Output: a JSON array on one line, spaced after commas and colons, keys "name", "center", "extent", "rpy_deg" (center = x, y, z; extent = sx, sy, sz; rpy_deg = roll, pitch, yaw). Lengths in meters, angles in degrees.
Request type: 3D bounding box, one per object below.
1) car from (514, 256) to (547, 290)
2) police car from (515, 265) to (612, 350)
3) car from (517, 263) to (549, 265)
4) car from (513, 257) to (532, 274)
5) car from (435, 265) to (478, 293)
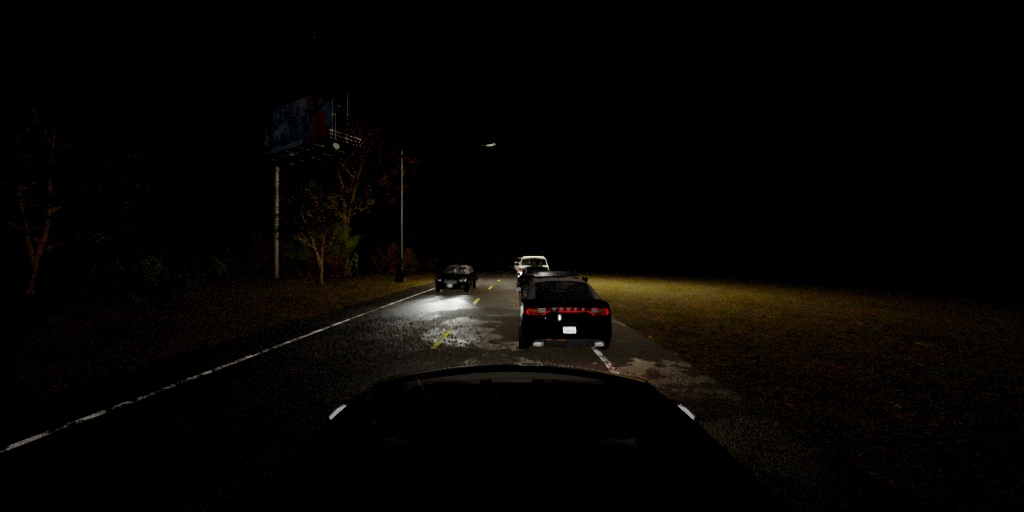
[{"name": "car", "center": [1.463, 1.044, 25.131], "extent": [2.150, 2.045, 5.566], "rpy_deg": [0, 0, 2]}, {"name": "police car", "center": [1.105, 1.184, 9.266], "extent": [1.930, 1.638, 5.238], "rpy_deg": [0, 0, 1]}, {"name": "car", "center": [1.289, 1.296, 19.122], "extent": [1.837, 1.490, 4.892], "rpy_deg": [0, 0, 1]}, {"name": "car", "center": [1.427, 1.202, 46.476], "extent": [2.150, 2.045, 5.566], "rpy_deg": [0, 0, 4]}, {"name": "car", "center": [-3.174, 1.291, 21.137], "extent": [2.128, 1.511, 4.902], "rpy_deg": [0, 0, 2]}]
